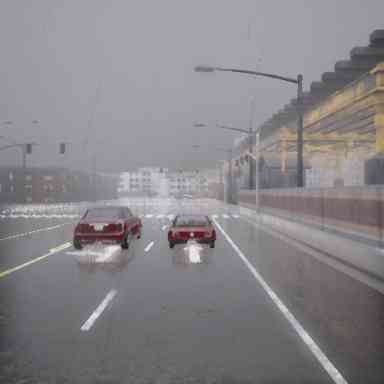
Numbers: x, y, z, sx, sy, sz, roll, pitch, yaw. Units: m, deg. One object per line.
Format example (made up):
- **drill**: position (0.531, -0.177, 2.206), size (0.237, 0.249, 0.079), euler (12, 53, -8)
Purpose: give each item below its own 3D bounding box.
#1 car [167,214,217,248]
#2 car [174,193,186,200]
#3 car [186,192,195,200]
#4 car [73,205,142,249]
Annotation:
- **car**: position (0.000, 1.614, 14.680), size (1.895, 1.301, 4.718), euler (0, 0, 0)
- **car**: position (-3.500, 1.502, 95.232), size (1.895, 1.301, 4.718), euler (0, 0, 0)
- **car**: position (0.000, 1.515, 95.520), size (1.895, 1.301, 4.718), euler (0, 0, 0)
- **car**: position (-3.500, 1.364, 14.620), size (2.097, 1.767, 4.553), euler (0, 0, 0)
